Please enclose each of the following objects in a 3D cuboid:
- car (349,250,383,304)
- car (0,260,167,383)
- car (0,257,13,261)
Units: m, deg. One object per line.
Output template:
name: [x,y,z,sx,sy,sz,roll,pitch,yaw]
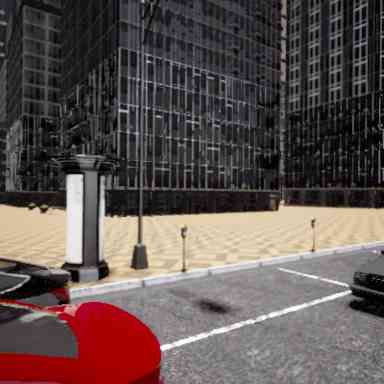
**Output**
car: [5.760,1.611,7.412,5.357,1.411,2.033,1,0,-35]
car: [-2.485,1.455,1.634,5.008,1.535,1.882,1,0,-36]
car: [-3.661,1.537,3.978,4.313,1.339,1.947,1,0,-35]
